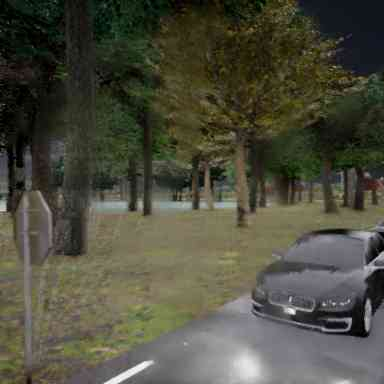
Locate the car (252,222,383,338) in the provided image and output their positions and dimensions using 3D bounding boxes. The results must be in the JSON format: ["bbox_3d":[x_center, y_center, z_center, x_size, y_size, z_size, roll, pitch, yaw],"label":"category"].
[{"bbox_3d":[3.021,1.585,6.988,1.837,1.490,4.892,-1,-1,39],"label":"car"}]

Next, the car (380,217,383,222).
[{"bbox_3d":[9.208,1.728,14.639,1.895,1.301,4.718,-1,-1,39],"label":"car"}]
